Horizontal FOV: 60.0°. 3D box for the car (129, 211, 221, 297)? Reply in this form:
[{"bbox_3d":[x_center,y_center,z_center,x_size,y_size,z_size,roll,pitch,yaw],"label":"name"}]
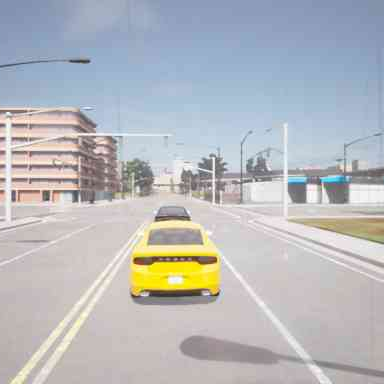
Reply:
[{"bbox_3d":[-0.441,1.478,8.630,1.882,1.535,5.008,0,0,-3],"label":"car"}]

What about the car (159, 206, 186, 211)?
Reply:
[{"bbox_3d":[-1.076,1.478,18.190,1.882,1.535,5.008,0,0,-4],"label":"car"}]
